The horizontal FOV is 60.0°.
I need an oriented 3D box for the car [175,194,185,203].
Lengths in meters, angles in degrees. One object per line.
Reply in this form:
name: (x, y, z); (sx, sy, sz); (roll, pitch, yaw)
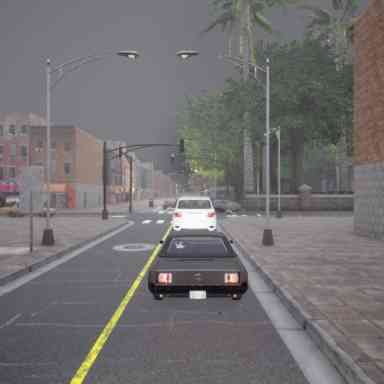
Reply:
car: (-2.656, 1.406, 73.971); (2.097, 1.767, 4.553); (0, 0, 0)

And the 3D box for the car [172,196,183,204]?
car: (-2.724, 1.540, 63.836); (1.882, 1.535, 5.008); (0, 0, 1)

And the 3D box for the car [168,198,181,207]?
car: (-2.773, 1.651, 53.723); (1.895, 1.301, 4.718); (0, 0, 0)

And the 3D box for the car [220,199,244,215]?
car: (2.811, 1.510, 33.943); (4.902, 1.511, 2.128); (0, 0, 25)

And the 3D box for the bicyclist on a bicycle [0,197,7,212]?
bicyclist on a bicycle: (-20.098, 1.373, 35.313); (0.582, 1.620, 1.656); (0, 0, 0)

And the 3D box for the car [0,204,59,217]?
car: (-14.403, 1.573, 29.666); (4.829, 1.417, 1.752); (0, 0, 0)

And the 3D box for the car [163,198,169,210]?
car: (-2.790, 1.564, 44.547); (1.812, 1.442, 4.674); (0, 0, 0)

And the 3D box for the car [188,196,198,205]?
car: (0.171, 1.562, 59.556); (1.837, 1.490, 4.892); (0, 0, 0)

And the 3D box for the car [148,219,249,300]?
car: (0.111, 1.603, 8.332); (1.895, 1.301, 4.718); (0, 0, 0)

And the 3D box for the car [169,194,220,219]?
car: (0.128, 1.230, 18.096); (2.150, 2.045, 5.566); (0, 0, 0)
